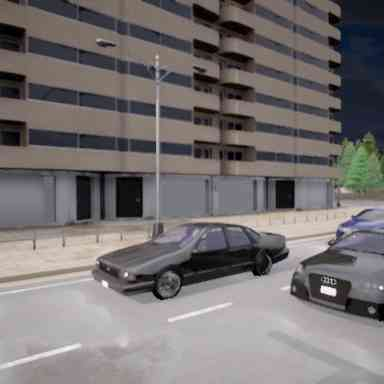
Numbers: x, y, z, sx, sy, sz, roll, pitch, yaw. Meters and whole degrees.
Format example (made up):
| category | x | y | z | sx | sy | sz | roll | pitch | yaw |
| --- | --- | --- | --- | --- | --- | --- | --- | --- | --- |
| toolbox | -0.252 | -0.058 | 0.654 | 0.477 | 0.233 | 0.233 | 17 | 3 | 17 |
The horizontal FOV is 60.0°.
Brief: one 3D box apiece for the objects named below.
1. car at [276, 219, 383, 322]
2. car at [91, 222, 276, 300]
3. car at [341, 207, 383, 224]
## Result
| category | x | y | z | sx | sy | sz | roll | pitch | yaw |
| --- | --- | --- | --- | --- | --- | --- | --- | --- | --- |
| car | 3.956 | 1.510 | 6.927 | 4.181 | 1.385 | 1.994 | -1 | 0 | -36 |
| car | 0.284 | 1.510 | 8.571 | 5.357 | 1.411 | 2.033 | -1 | 0 | -38 |
| car | 8.108 | 1.414 | 14.361 | 4.674 | 1.442 | 1.812 | -1 | 0 | -37 |
